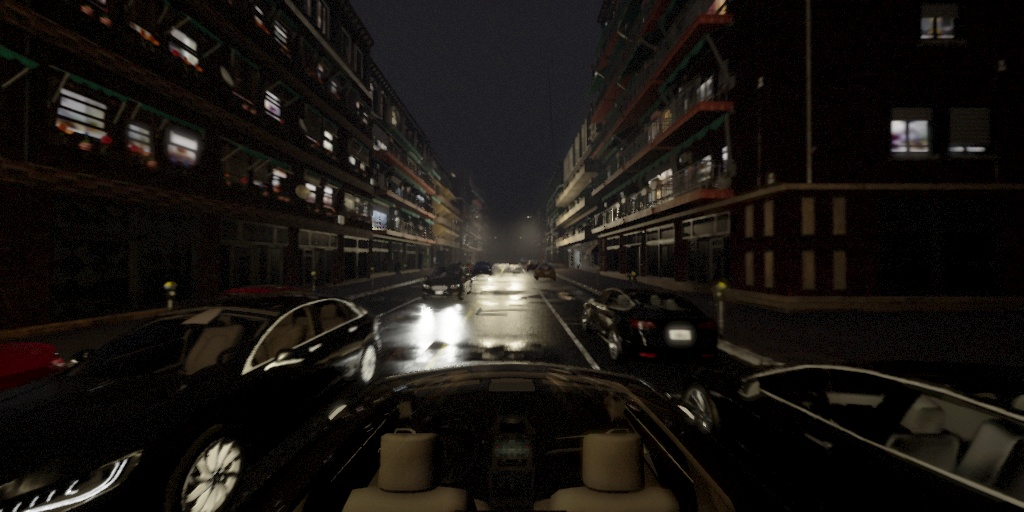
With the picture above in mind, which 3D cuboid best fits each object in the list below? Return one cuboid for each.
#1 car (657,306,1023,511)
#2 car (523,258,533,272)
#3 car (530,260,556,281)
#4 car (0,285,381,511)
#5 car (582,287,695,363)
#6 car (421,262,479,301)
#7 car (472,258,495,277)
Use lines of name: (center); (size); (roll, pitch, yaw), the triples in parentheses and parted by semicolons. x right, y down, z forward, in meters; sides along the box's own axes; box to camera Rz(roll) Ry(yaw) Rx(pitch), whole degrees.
car: (2.793, 1.320, 2.279); (1.948, 1.339, 4.313); (0, 0, 0)
car: (2.838, 1.274, 47.591); (1.967, 1.591, 4.097); (0, 0, 0)
car: (2.781, 1.322, 30.768); (1.751, 1.417, 4.829); (0, 0, 0)
car: (-3.099, 1.255, 4.134); (1.837, 1.490, 4.892); (0, 0, 0)
car: (2.750, 1.327, 7.943); (1.948, 1.339, 4.313); (0, 0, 0)
car: (-3.035, 1.258, 17.509); (2.128, 1.511, 4.902); (0, 0, 0)
car: (-2.932, 1.282, 37.035); (1.882, 1.535, 5.008); (0, 0, 1)
